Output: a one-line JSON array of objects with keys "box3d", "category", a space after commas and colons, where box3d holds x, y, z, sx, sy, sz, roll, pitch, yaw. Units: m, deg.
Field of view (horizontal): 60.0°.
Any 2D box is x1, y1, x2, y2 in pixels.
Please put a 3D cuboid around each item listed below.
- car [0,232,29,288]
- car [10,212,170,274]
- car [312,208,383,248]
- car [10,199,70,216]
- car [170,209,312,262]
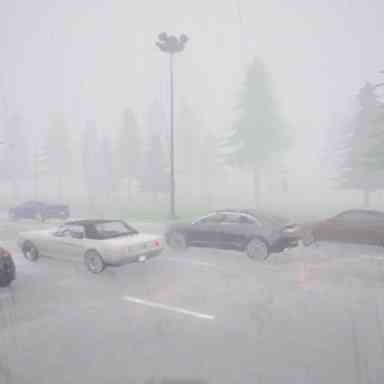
[{"box3d": [-5.968, 1.492, 7.647, 4.181, 1.385, 1.994, 0, 1, 33], "category": "car"}, {"box3d": [-3.206, 1.483, 10.102, 4.718, 1.301, 1.895, 0, 1, 32], "category": "car"}, {"box3d": [6.095, 1.329, 12.483, 4.674, 1.442, 1.812, 0, 1, 33], "category": "car"}, {"box3d": [-10.596, 1.230, 23.028, 5.008, 1.535, 1.882, 0, 1, 32], "category": "car"}, {"box3d": [1.246, 1.332, 11.442, 4.902, 1.511, 2.128, 0, 1, 32], "category": "car"}]
